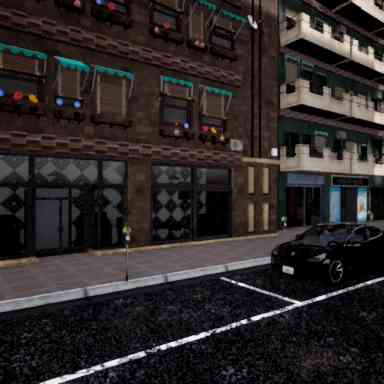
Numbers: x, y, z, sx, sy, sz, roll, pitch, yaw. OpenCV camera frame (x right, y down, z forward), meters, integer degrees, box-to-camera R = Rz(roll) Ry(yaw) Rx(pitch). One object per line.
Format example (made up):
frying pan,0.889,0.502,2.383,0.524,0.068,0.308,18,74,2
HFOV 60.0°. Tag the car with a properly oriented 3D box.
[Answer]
car,4.160,1.565,9.530,4.313,1.339,1.947,0,0,-36
